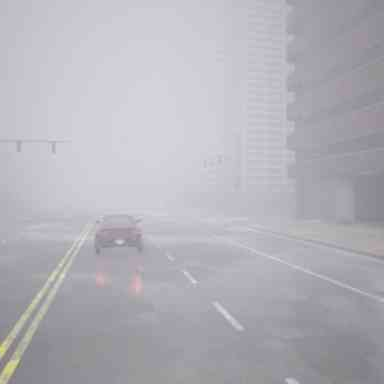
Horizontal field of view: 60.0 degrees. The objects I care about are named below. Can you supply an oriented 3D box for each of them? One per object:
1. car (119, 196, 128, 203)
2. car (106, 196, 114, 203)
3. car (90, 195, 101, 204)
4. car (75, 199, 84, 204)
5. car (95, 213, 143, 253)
[{"bbox_3d":[-17.645,2.152,86.676,2.128,1.511,4.902,0,0,-14],"label":"car"},{"bbox_3d":[-21.133,2.222,86.199,1.895,1.301,4.718,0,0,-14],"label":"car"},{"bbox_3d":[-22.676,1.808,77.933,2.150,2.045,5.566,0,0,-14],"label":"car"},{"bbox_3d":[-26.071,2.176,77.083,1.895,1.301,4.718,0,0,-14],"label":"car"},{"bbox_3d":[-3.146,1.635,14.264,1.812,1.442,4.674,0,0,-14],"label":"car"}]
